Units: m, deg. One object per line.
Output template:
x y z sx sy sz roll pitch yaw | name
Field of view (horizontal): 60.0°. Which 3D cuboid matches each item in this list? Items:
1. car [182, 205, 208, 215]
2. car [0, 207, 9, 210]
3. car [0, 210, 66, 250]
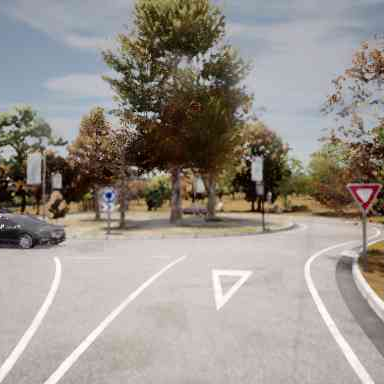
0.272 2.592 47.639 5.357 1.411 2.033 0 -1 16 | car
-20.389 2.241 33.758 1.837 1.490 4.892 -2 -2 9 | car
-8.350 1.803 15.805 4.892 1.490 1.837 0 0 19 | car
